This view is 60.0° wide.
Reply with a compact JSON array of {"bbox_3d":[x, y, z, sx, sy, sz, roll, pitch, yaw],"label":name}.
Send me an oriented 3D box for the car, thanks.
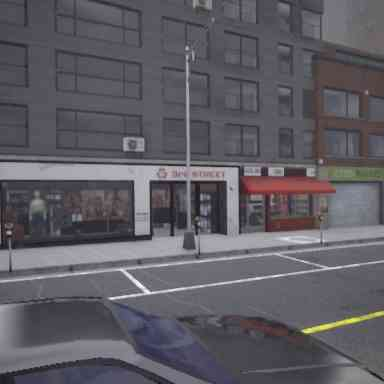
[{"bbox_3d":[-1.020,1.547,2.219,5.357,1.411,2.033,0,0,-25],"label":"car"}]
